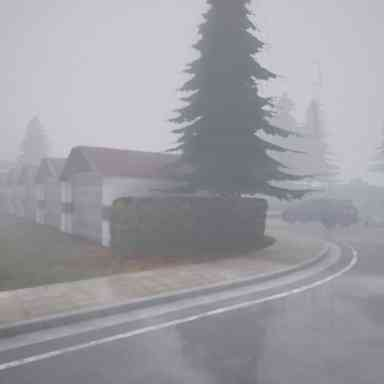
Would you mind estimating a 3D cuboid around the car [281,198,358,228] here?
[{"bbox_3d":[9.293,1.469,24.599,2.150,2.045,5.566,1,0,-35],"label":"car"}]
